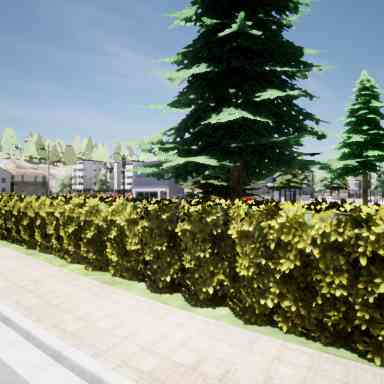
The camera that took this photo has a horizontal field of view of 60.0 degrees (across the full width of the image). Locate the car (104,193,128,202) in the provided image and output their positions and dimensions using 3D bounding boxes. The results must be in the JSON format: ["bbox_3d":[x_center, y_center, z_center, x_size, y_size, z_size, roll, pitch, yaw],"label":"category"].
[{"bbox_3d":[-15.854,1.097,69.676,1.932,1.855,4.605,0,0,44],"label":"car"}]

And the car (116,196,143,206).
[{"bbox_3d":[-10.055,1.384,53.337,1.970,1.475,3.806,0,0,44],"label":"car"}]

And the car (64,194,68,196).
[{"bbox_3d":[-27.320,1.154,80.409,2.152,1.636,5.027,0,0,44],"label":"car"}]

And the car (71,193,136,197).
[{"bbox_3d":[-8.077,1.221,31.062,2.150,2.045,5.566,0,0,44],"label":"car"}]

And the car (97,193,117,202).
[{"bbox_3d":[-18.212,1.077,71.423,1.905,1.878,3.866,0,0,44],"label":"car"}]

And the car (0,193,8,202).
[{"bbox_3d":[-41.764,1.097,70.238,1.932,1.855,4.605,0,0,44],"label":"car"}]
